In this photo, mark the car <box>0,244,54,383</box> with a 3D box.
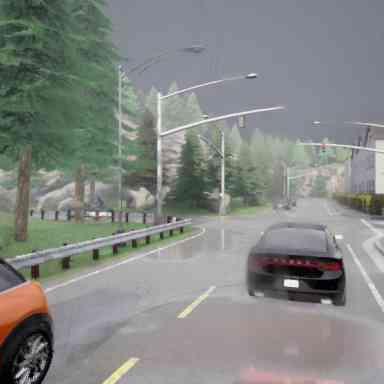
[{"bbox_3d":[-3.205,1.352,2.421,2.097,1.767,4.553,0,0,16],"label":"car"}]

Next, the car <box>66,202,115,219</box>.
[{"bbox_3d":[-8.744,1.579,28.671,4.181,1.385,1.994,0,0,20],"label":"car"}]

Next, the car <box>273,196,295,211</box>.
[{"bbox_3d":[11.286,1.491,41.549,2.128,1.511,4.902,0,0,21],"label":"car"}]

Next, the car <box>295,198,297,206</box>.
[{"bbox_3d":[14.778,1.352,50.741,2.097,1.767,4.553,0,0,21],"label":"car"}]

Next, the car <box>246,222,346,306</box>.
[{"bbox_3d":[2.648,1.478,8.243,1.882,1.535,5.008,0,0,21],"label":"car"}]

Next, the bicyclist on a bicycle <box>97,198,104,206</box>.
[{"bbox_3d":[-10.098,1.417,36.692,0.582,1.620,1.656,-2,5,20],"label":"bicyclist on a bicycle"}]
